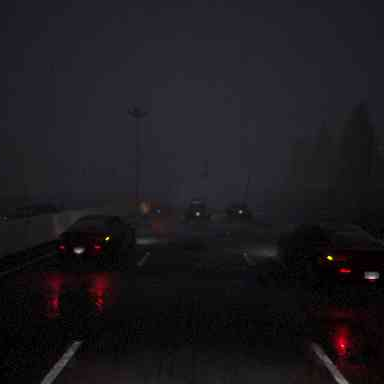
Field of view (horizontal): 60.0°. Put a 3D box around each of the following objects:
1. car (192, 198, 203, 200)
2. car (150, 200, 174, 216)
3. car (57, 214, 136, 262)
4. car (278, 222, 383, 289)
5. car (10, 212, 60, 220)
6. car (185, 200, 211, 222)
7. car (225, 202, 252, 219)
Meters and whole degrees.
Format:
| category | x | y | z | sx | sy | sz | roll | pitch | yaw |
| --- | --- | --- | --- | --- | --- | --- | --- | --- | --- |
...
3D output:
| category | x | y | z | sx | sy | sz | roll | pitch | yaw |
| --- | --- | --- | --- | --- | --- | --- | --- | --- | --- |
| car | 0.706 | 1.514 | 43.949 | 2.128 | 1.511 | 4.902 | 0 | 0 | 1 |
| car | -2.957 | 1.511 | 32.508 | 1.837 | 1.490 | 4.892 | 0 | 0 | 1 |
| car | -3.246 | 1.522 | 11.944 | 1.812 | 1.442 | 4.674 | 0 | 0 | 1 |
| car | 3.717 | 1.541 | 9.118 | 1.812 | 1.442 | 4.674 | 0 | 0 | 1 |
| car | -10.305 | 1.484 | 21.869 | 1.837 | 1.490 | 4.892 | 0 | 0 | 1 |
| car | 0.453 | 1.577 | 26.181 | 1.994 | 1.385 | 4.181 | 0 | 0 | 1 |
| car | 3.995 | 1.589 | 29.127 | 1.994 | 1.385 | 4.181 | 0 | 0 | 1 |
